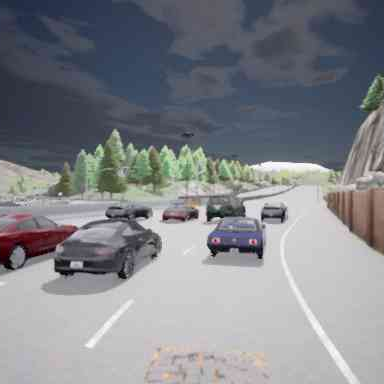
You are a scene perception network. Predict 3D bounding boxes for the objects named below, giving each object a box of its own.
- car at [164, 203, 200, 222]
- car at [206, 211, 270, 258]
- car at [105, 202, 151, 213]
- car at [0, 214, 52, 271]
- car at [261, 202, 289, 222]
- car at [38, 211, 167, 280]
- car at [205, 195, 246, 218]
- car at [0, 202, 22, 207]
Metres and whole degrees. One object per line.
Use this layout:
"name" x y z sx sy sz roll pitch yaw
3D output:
"car" -0.804 1.600 26.878 1.994 1.385 4.181 0 0 20
"car" 1.912 1.632 12.979 1.895 1.301 4.718 0 0 14
"car" -4.826 1.502 26.076 2.128 1.511 4.902 0 0 20
"car" -5.630 1.461 11.044 1.882 1.535 5.008 0 0 10
"car" 6.806 1.574 27.308 2.128 1.511 4.902 0 0 20
"car" -2.290 1.527 9.976 1.812 1.442 4.674 0 0 10
"car" 2.765 1.278 26.529 2.150 2.045 5.566 0 0 20
"car" -15.828 1.494 27.229 2.033 1.411 5.357 0 0 20
